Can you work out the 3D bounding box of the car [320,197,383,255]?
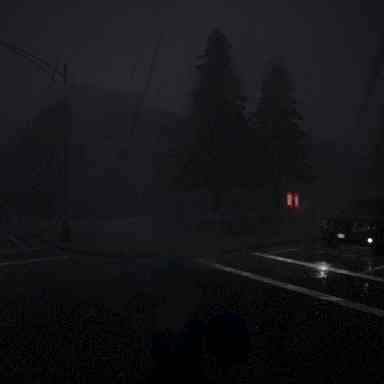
[{"bbox_3d":[7.649,1.247,13.771,5.566,2.045,2.150,0,0,-37],"label":"car"}]
